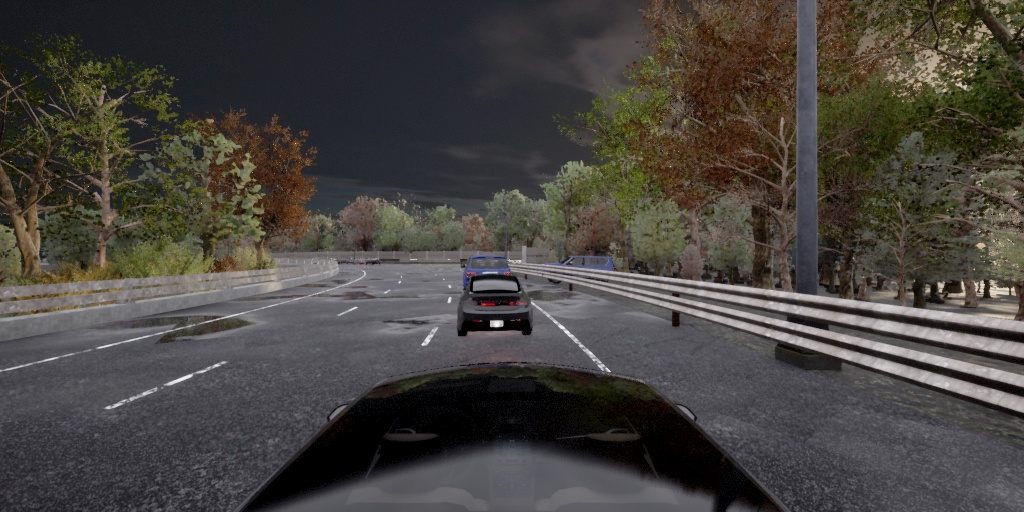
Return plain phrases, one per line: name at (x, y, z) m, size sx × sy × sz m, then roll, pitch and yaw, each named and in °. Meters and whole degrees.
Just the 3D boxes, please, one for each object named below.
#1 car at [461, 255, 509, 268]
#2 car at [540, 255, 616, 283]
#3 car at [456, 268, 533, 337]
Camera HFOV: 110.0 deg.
car at (-1.325, 0.971, 17.846) m, size 2.150 × 2.045 × 5.566 m, roll 0°, pitch 0°, yaw -9°
car at (4.814, 0.967, 26.167) m, size 5.566 × 2.045 × 2.150 m, roll 3°, pitch 1°, yaw -5°
car at (-0.554, 1.255, 10.365) m, size 1.837 × 1.490 × 4.892 m, roll 0°, pitch 0°, yaw -5°
